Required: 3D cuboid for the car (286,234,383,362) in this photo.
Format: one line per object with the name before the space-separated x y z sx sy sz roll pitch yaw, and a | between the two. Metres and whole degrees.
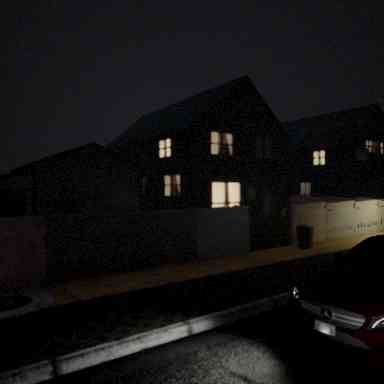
car | 3.622 1.482 5.651 4.674 1.442 1.812 -1 0 -35
